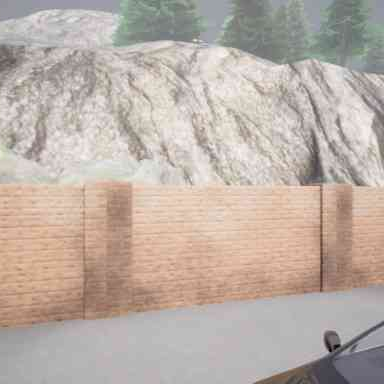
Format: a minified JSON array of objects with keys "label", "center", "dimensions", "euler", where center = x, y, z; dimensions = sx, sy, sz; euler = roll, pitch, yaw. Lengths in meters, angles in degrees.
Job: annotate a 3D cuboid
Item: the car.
[{"label":"car","center":[2.083,1.492,1.955],"dimensions":[4.902,1.511,2.128],"euler":[0,0,-19]}]
